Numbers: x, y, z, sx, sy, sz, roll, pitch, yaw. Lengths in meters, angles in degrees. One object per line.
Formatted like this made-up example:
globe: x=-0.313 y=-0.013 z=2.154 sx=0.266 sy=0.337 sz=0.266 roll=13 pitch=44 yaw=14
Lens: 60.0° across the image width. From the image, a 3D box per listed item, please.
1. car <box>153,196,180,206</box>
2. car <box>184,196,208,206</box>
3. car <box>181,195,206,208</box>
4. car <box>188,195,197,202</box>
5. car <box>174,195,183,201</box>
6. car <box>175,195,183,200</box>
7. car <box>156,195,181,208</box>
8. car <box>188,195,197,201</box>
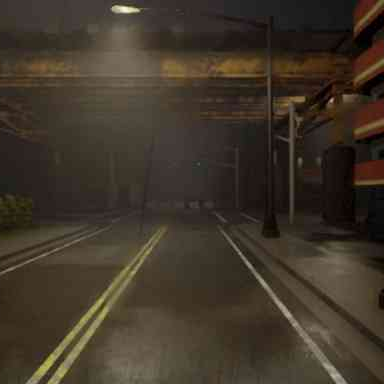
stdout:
car: x=-3.632 y=1.286 z=47.950 sx=1.853 sy=1.218 sz=4.536 roll=0 pitch=0 yaw=25
car: x=0.489 y=1.286 z=47.645 sx=1.853 sy=1.218 sz=4.536 roll=0 pitch=0 yaw=-20
car: x=0.507 y=1.443 z=47.596 sx=2.038 sy=1.542 sz=4.974 roll=0 pitch=0 yaw=-20
car: x=0.134 y=1.438 z=74.192 sx=2.038 sy=1.542 sz=4.974 roll=0 pitch=0 yaw=0
car: x=-3.299 y=1.436 z=82.714 sx=2.038 sy=1.542 sz=4.974 roll=0 pitch=0 yaw=0
car: x=-3.299 y=1.279 z=82.766 sx=1.853 sy=1.218 sz=4.536 roll=0 pitch=0 yaw=0
car: x=-3.653 y=1.443 z=47.903 sx=2.038 sy=1.542 sz=4.974 roll=0 pitch=0 yaw=25
car: x=0.134 y=1.280 z=74.244 sx=1.853 sy=1.218 sz=4.536 roll=0 pitch=0 yaw=0
